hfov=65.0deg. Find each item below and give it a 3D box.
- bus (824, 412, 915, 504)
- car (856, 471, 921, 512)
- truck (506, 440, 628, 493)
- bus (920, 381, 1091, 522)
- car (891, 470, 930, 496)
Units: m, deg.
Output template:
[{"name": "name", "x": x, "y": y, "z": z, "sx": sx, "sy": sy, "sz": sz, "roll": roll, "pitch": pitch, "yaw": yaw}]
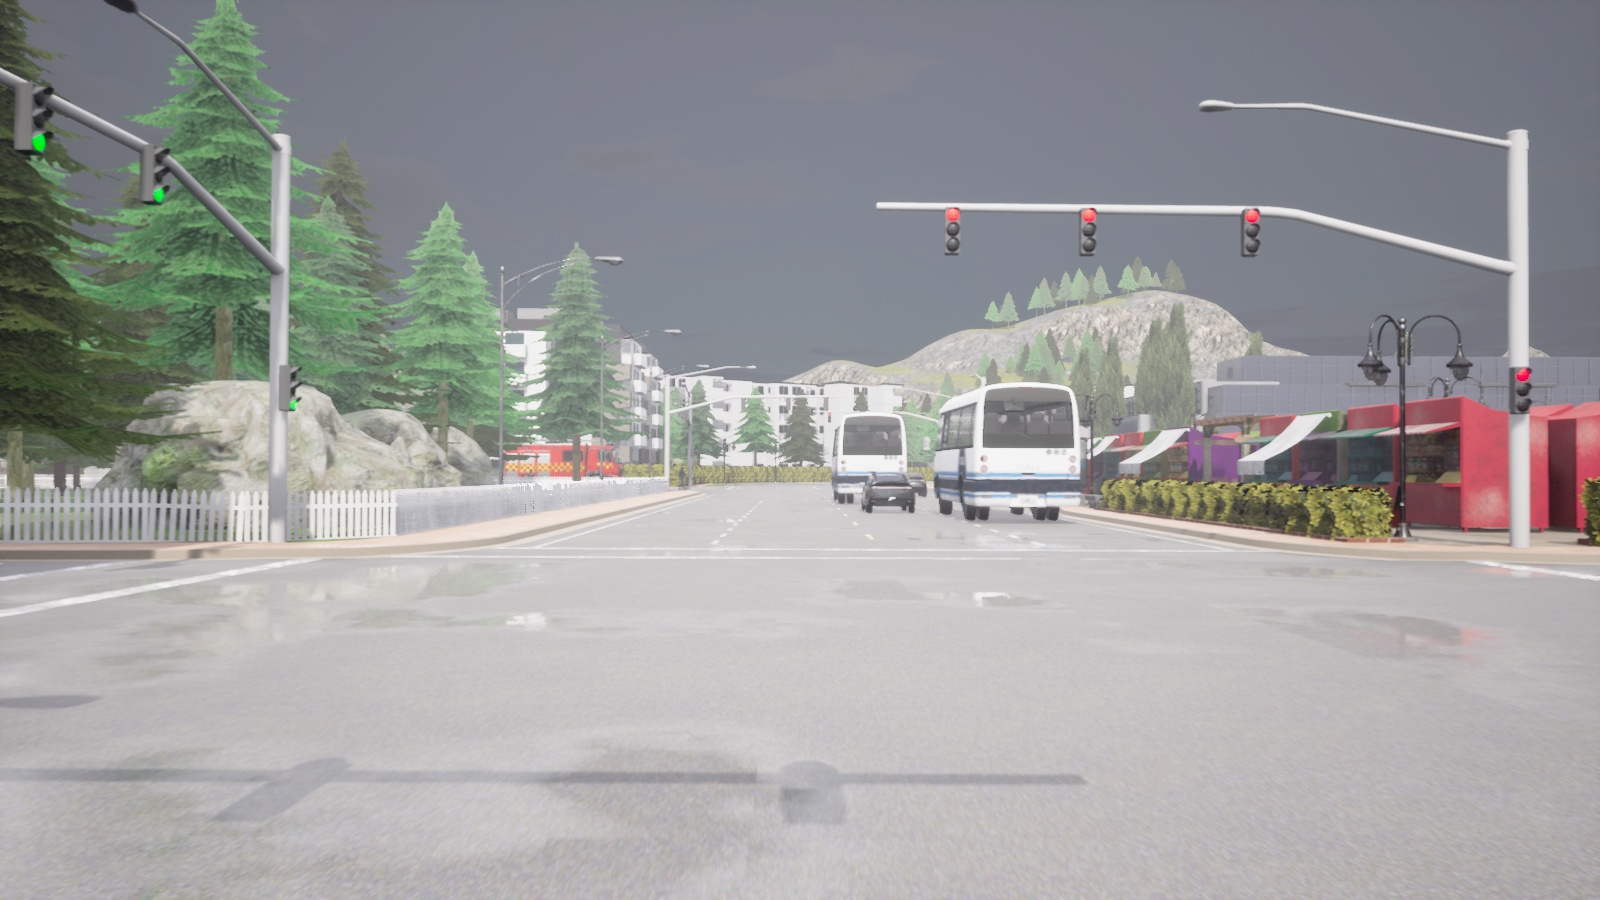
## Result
[{"name": "bus", "x": 3.321, "y": 0.476, "z": 63.409, "sx": 3.944, "sy": 4.253, "sz": 10.273, "roll": 0, "pitch": -1, "yaw": 0}, {"name": "car", "x": 3.367, "y": 1.562, "z": 48.524, "sx": 2.128, "sy": 1.511, "sz": 4.902, "roll": 0, "pitch": -1, "yaw": 0}, {"name": "truck", "x": -17.177, "y": 1.262, "z": 93.076, "sx": 8.468, "sy": 3.827, "sz": 2.891, "roll": 0, "pitch": -1, "yaw": 1}, {"name": "bus", "x": 6.703, "y": 0.126, "z": 43.097, "sx": 3.944, "sy": 4.253, "sz": 10.273, "roll": 0, "pitch": -1, "yaw": -1}, {"name": "car", "x": 6.788, "y": 2.021, "z": 77.612, "sx": 2.007, "sy": 1.525, "sz": 4.514, "roll": 0, "pitch": -1, "yaw": 0}]
